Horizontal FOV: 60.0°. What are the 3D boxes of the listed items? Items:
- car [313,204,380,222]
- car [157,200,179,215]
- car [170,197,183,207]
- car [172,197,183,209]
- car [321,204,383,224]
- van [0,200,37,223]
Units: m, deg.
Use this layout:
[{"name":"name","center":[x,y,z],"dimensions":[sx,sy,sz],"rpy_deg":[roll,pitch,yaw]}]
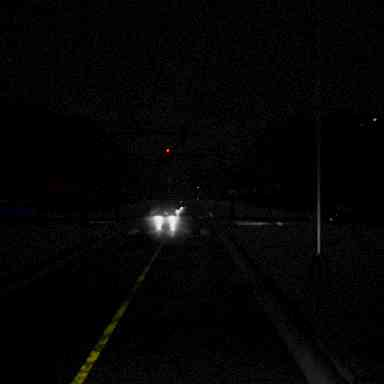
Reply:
[{"name":"car","center":[12.341,1.658,26.771],"dimensions":[4.403,1.369,2.008],"rpy_deg":[0,0,0]},{"name":"car","center":[-2.738,1.808,36.515],"dimensions":[1.895,1.301,4.718],"rpy_deg":[0,0,0]},{"name":"car","center":[-2.650,1.696,58.251],"dimensions":[2.097,1.767,4.553],"rpy_deg":[0,0,0]},{"name":"car","center":[-2.707,1.801,47.452],"dimensions":[1.812,1.442,4.674],"rpy_deg":[0,0,0]},{"name":"car","center":[12.356,1.692,24.237],"dimensions":[4.718,1.301,1.895],"rpy_deg":[0,0,0]},{"name":"van","center":[-14.663,1.513,26.724],"dimensions":[3.998,1.788,1.690],"rpy_deg":[0,0,0]}]
